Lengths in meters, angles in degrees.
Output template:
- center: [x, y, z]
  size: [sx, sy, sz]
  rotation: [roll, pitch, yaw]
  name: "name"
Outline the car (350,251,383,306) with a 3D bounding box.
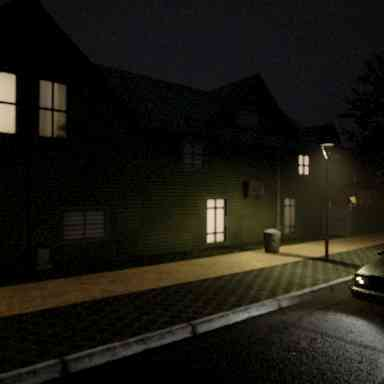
- center: [5.652, 1.615, 7.392]
  size: [5.357, 1.411, 2.033]
  rotation: [1, 0, -38]
  name: "car"
